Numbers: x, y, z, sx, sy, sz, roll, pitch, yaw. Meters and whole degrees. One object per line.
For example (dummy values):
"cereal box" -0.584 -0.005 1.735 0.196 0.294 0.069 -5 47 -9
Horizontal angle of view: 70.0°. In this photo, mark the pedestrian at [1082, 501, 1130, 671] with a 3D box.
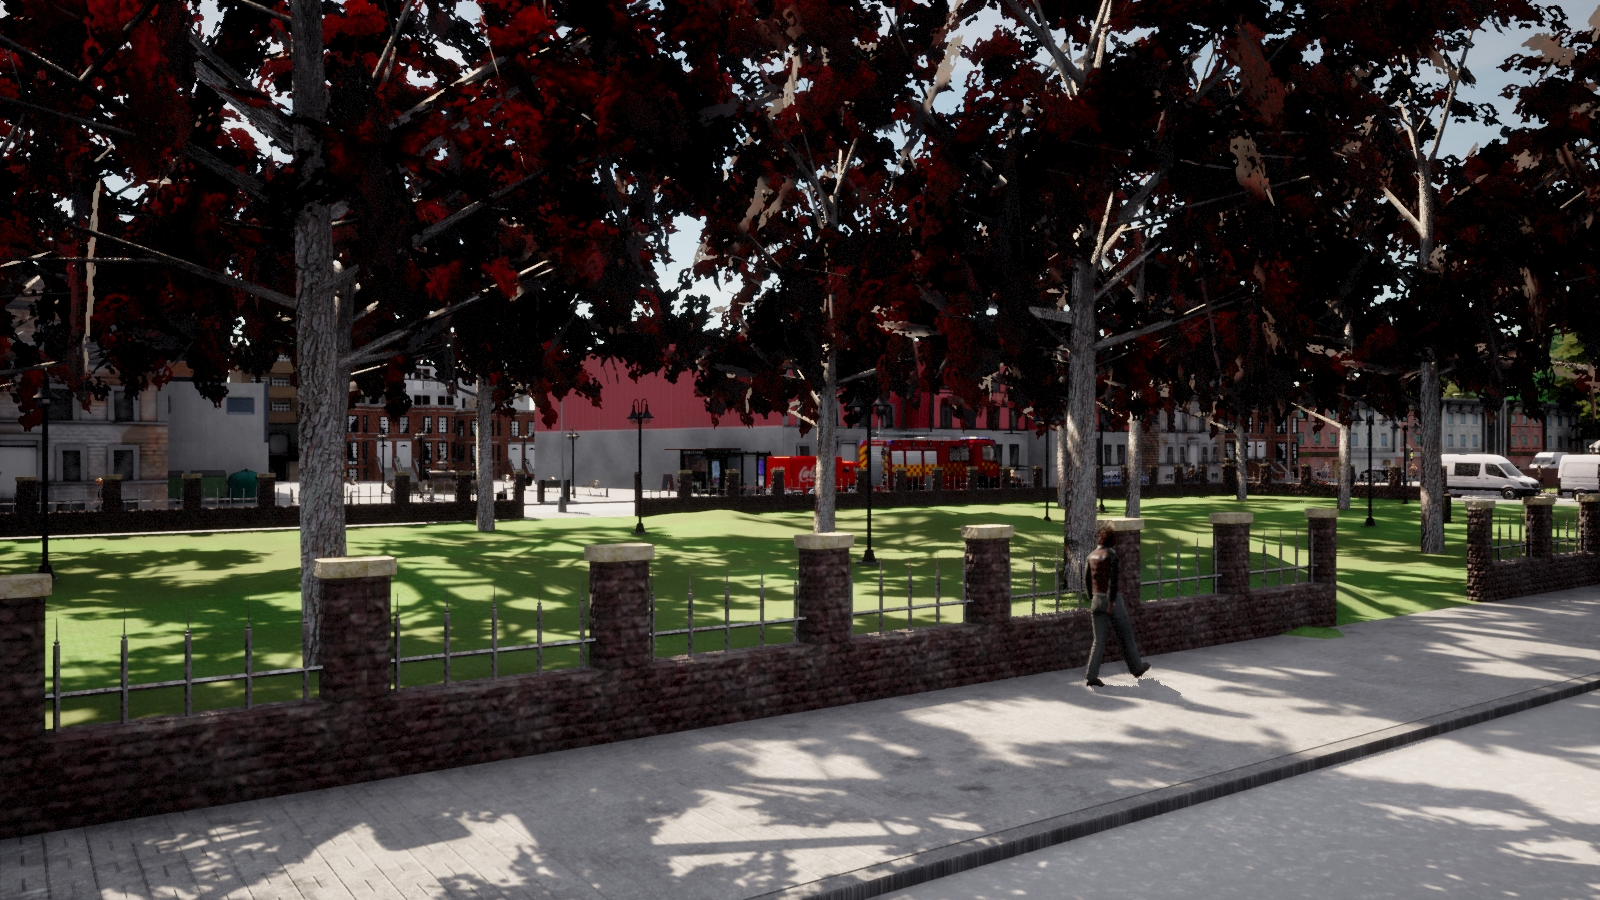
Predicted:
"pedestrian" 3.470 1.525 12.962 0.375 1.860 0.375 0 0 -34

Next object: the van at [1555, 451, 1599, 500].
"van" 42.801 1.314 59.145 1.988 2.561 5.915 0 0 -34

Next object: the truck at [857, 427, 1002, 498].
"truck" 7.473 0.671 65.186 8.468 3.827 2.891 0 0 -35

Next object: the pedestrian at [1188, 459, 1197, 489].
"pedestrian" 24.502 1.523 71.393 0.375 1.860 0.375 0 0 -22

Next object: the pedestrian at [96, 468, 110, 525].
"pedestrian" -23.004 1.525 37.722 0.375 1.860 0.375 0 0 -35

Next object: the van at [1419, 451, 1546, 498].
"van" 38.735 1.314 65.046 1.988 2.561 5.915 0 0 -34

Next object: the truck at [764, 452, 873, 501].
"truck" 0.982 1.348 60.339 5.204 2.467 2.627 0 0 -35

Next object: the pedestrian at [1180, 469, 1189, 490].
"pedestrian" 23.630 1.804 70.185 0.375 1.300 0.375 0 0 -37
